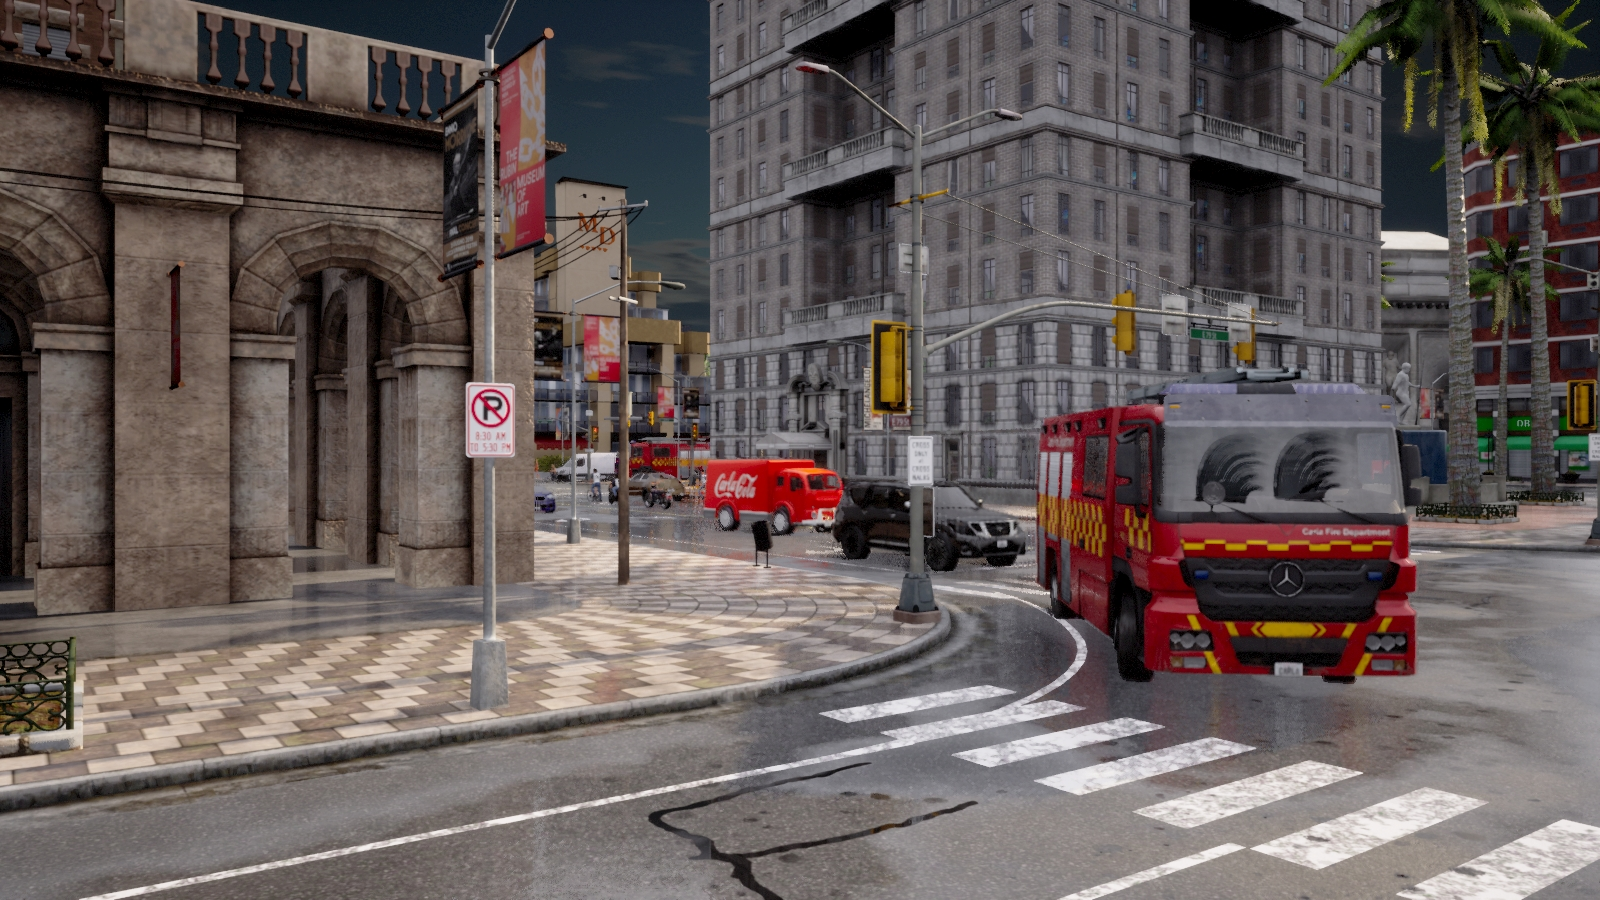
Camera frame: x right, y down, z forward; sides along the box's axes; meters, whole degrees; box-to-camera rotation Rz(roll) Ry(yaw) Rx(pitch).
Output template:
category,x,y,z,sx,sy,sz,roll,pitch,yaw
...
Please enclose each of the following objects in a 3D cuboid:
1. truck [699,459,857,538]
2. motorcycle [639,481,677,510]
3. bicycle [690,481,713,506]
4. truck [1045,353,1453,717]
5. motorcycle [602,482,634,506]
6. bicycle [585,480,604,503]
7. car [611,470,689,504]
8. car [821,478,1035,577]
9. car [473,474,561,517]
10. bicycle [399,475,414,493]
category,x,y,z,sx,sy,sz,roll,pitch,yaw
truck,-0.813,1.558,38.942,2.627,2.467,5.204,0,0,-42
motorcycle,-6.767,2.160,54.369,0.764,1.277,2.356,0,0,-35
bicycle,-4.999,2.195,57.900,0.373,1.196,1.643,0,0,-36
truck,5.634,0.885,16.304,2.891,3.827,8.468,0,0,3
motorcycle,-9.213,2.204,57.798,0.803,1.145,2.033,0,0,-36
bicycle,-11.030,2.196,61.250,0.373,1.196,1.643,0,0,-35
car,-8.211,1.981,62.259,2.152,1.651,5.027,0,0,-35
car,2.994,1.772,28.141,2.150,2.045,5.566,0,0,-34
car,-12.508,1.960,50.346,2.242,1.667,4.611,0,0,-35
bicycle,-25.572,2.202,74.255,0.329,1.171,1.835,0,0,-37
